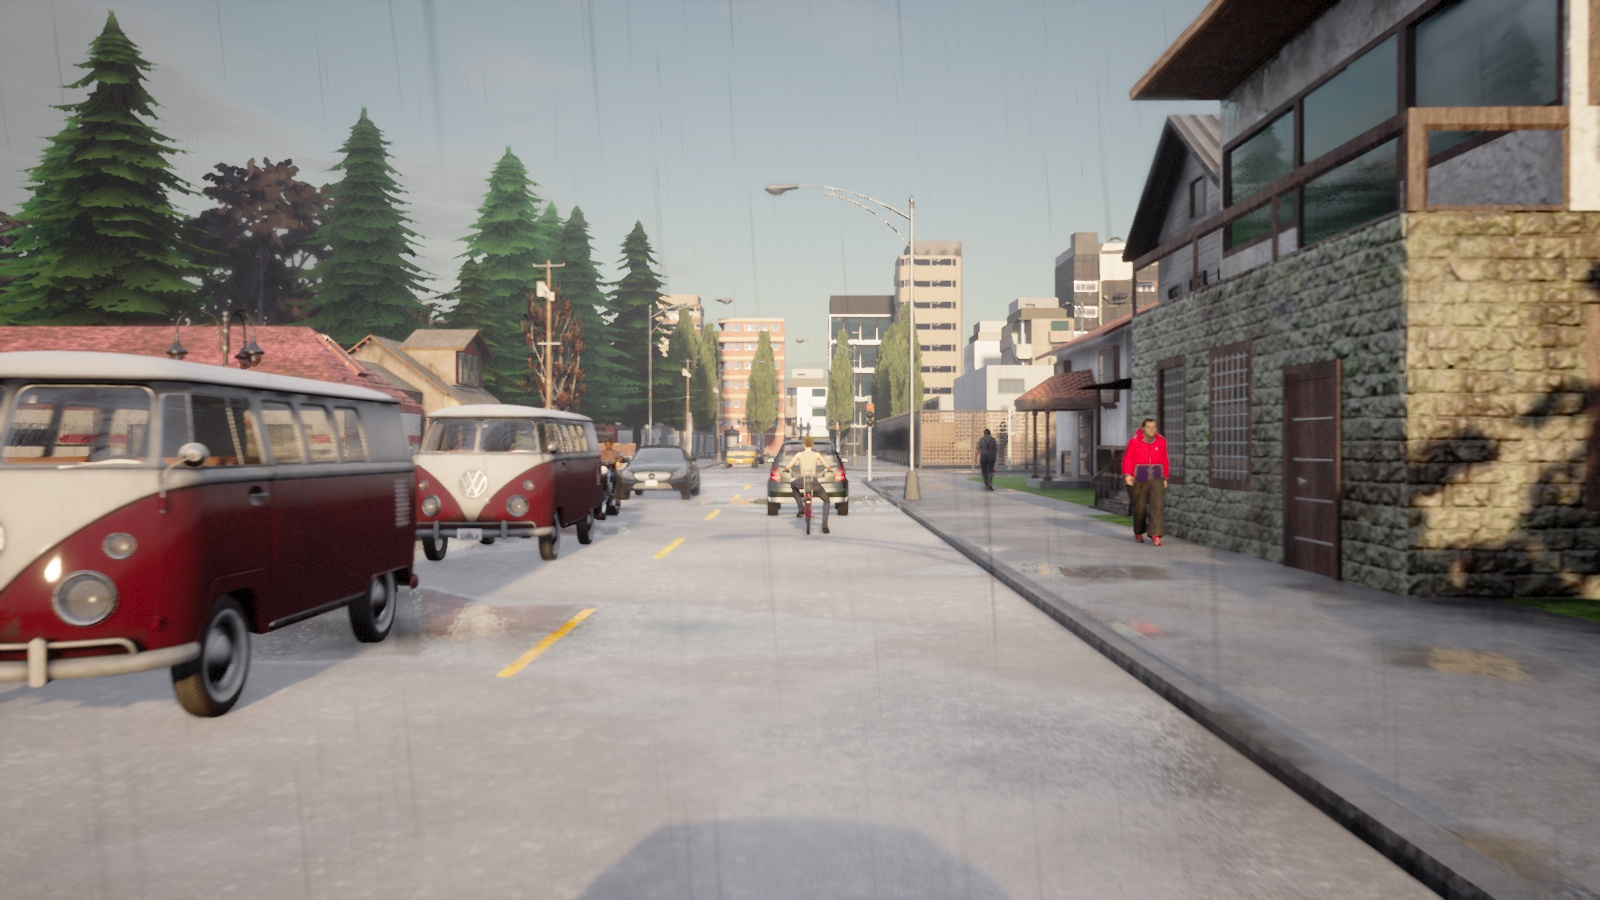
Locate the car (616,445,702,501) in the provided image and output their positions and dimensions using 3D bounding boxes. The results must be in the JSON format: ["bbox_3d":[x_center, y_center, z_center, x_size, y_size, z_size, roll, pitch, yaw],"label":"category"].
[{"bbox_3d":[-3.791,0.575,34.419,1.812,1.442,4.674,0,0,0],"label":"car"}]

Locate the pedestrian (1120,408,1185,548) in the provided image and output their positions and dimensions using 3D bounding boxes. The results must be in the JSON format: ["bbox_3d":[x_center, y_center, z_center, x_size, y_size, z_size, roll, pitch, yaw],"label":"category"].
[{"bbox_3d":[4.739,0.365,16.923,0.634,1.844,0.899,0,0,1],"label":"pedestrian"}]

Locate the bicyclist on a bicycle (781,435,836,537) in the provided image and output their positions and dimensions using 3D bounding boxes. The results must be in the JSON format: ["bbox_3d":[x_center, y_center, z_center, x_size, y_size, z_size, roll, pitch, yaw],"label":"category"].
[{"bbox_3d":[0.134,0.567,20.610,0.866,1.612,1.509,0,0,0],"label":"bicyclist on a bicycle"}]

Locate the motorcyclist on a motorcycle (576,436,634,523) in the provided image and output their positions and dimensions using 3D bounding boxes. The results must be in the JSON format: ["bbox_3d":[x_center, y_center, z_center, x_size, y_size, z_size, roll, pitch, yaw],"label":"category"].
[{"bbox_3d":[-3.845,0.553,24.902,0.766,1.649,2.350,0,0,0],"label":"motorcyclist on a motorcycle"}]

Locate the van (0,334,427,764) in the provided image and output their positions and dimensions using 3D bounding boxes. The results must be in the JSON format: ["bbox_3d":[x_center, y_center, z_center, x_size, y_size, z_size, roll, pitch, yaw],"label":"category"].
[{"bbox_3d":[-3.939,0.453,8.024,1.775,1.987,4.442,0,0,0],"label":"van"}]

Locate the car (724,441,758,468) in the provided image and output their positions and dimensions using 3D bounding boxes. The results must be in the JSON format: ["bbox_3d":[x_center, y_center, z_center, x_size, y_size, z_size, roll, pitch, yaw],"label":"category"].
[{"bbox_3d":[-3.550,0.249,76.762,1.801,1.575,5.366,0,0,0],"label":"car"}]

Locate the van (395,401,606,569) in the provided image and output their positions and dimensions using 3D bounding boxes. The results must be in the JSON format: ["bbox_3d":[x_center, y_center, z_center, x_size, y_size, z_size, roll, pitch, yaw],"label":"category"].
[{"bbox_3d":[-3.888,0.399,17.072,1.775,1.987,4.442,0,0,0],"label":"van"}]

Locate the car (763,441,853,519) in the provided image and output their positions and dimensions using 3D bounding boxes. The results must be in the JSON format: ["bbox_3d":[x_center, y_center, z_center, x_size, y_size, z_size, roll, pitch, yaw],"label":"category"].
[{"bbox_3d":[0.166,0.574,26.795,1.789,1.549,3.705,0,0,0],"label":"car"}]

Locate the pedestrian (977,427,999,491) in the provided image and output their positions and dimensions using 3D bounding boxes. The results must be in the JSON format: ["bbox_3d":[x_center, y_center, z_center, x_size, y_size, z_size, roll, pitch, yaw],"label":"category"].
[{"bbox_3d":[5.439,0.256,36.365,0.540,1.848,0.694,0,0,0],"label":"pedestrian"}]
